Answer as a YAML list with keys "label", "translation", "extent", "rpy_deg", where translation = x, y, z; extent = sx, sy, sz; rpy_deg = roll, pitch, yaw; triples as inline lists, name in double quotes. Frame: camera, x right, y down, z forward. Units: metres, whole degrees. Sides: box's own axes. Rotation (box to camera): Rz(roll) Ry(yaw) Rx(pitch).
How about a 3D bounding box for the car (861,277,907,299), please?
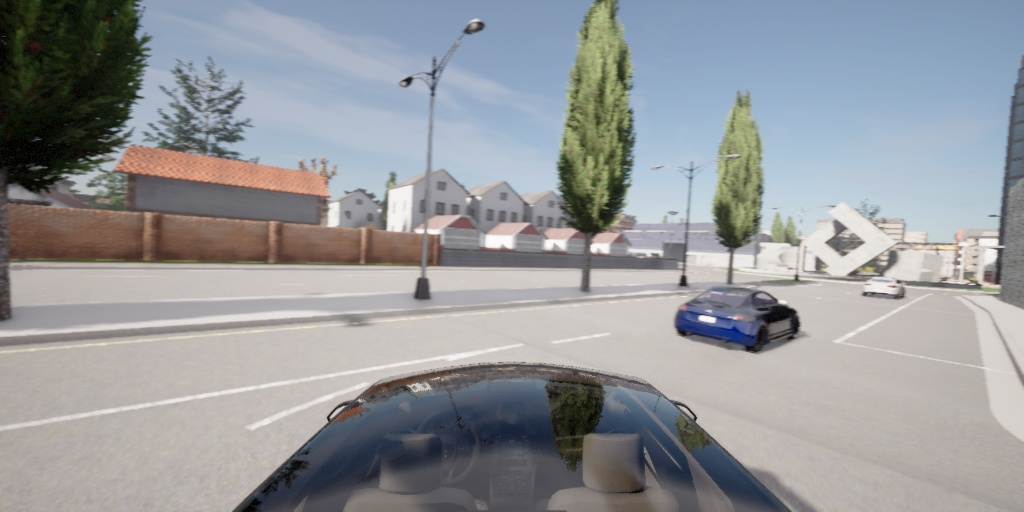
- label: "car"
  translation: [27.546, 2.291, 26.533]
  extent: [4.674, 1.442, 1.812]
  rpy_deg: [2, 2, -38]

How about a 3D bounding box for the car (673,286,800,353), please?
- label: "car"
  translation: [6.278, 1.549, 9.888]
  extent: [4.181, 1.385, 1.994]
  rpy_deg: [2, 2, -38]
